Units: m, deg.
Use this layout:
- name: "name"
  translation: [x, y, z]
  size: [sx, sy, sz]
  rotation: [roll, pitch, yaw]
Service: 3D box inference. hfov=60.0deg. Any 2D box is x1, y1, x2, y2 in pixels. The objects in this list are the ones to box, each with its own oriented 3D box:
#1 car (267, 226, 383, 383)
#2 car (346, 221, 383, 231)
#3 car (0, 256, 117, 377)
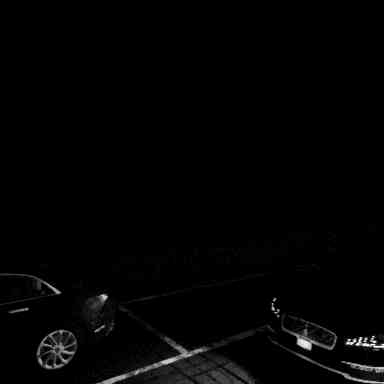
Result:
- name: "car"
  translation: [3.285, 1.504, 5.278]
  size: [4.892, 1.490, 1.837]
  rotation: [0, 0, -35]
- name: "car"
  translation: [5.881, 1.583, 10.356]
  size: [4.206, 1.307, 1.802]
  rotation: [0, 0, -35]
- name: "car"
  translation: [-3.120, 1.551, 3.967]
  size: [4.403, 1.369, 2.008]
  rotation: [0, 0, -35]
